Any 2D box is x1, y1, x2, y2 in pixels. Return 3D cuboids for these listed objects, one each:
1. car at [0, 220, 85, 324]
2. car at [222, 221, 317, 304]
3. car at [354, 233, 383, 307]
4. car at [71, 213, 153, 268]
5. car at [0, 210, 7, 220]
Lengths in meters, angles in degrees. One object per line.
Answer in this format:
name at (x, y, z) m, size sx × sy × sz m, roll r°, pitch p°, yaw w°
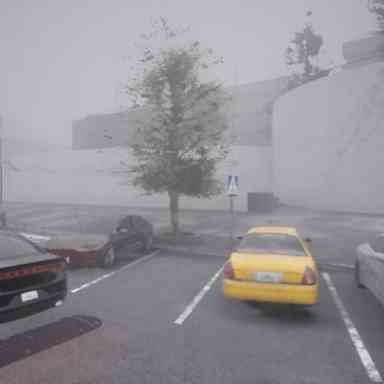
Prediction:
car at (-4.548, 1.467, 6.632) m, size 5.008 × 1.535 × 1.882 m, roll 0°, pitch 0°, yaw 36°
car at (2.003, 1.488, 8.269) m, size 1.946 × 1.575 × 5.366 m, roll 0°, pitch -1°, yaw 16°
car at (4.406, 1.529, 6.346) m, size 2.002 × 1.452 × 4.674 m, roll 1°, pitch -1°, yaw 16°
car at (-2.931, 1.509, 11.554) m, size 2.163 × 1.488 × 4.792 m, roll 1°, pitch -1°, yaw 16°
car at (-12.698, 1.486, 18.536) m, size 2.163 × 1.488 × 4.792 m, roll 1°, pitch -1°, yaw 16°
